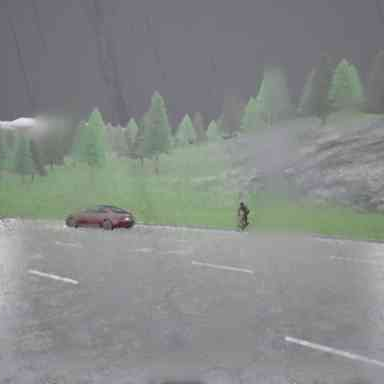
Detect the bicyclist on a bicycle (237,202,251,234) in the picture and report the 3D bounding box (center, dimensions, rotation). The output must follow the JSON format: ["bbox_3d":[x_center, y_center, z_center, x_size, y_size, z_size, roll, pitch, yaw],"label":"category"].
[{"bbox_3d":[2.751,1.320,17.572,0.582,1.620,1.656,1,10,34],"label":"bicyclist on a bicycle"}]

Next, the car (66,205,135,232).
[{"bbox_3d":[-5.447,1.492,19.750,4.181,1.385,1.994,0,0,27],"label":"car"}]
